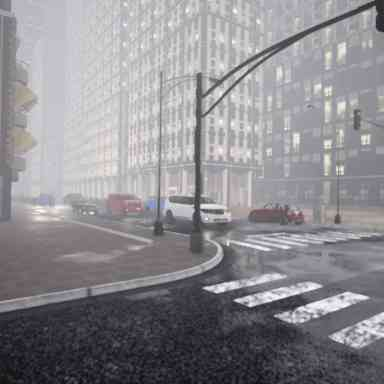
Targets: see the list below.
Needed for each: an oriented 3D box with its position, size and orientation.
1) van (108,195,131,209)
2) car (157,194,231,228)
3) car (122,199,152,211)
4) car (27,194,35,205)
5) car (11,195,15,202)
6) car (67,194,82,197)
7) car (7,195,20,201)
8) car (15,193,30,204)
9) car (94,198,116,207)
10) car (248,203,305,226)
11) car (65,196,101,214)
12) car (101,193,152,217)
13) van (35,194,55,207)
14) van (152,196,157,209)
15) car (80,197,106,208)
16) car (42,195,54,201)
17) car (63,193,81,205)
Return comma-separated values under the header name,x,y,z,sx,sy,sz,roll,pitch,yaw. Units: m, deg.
name,x,y,z,sx,sy,sz,roll,pitch,yaw
van,-10.341,1.362,47.085,1.690,1.788,3.998,1,-1,-35
car,0.164,1.165,22.174,2.150,2.045,5.566,1,-1,-35
car,-7.086,1.578,42.468,2.008,1.369,4.403,1,-1,-35
car,-23.706,1.429,51.477,1.802,1.307,4.206,1,-1,-35
car,-36.739,1.393,69.934,1.947,1.339,4.313,1,-1,-35
car,-13.829,1.404,42.023,2.128,1.511,4.902,1,-1,-35
car,-39.997,1.374,74.548,2.008,1.369,4.403,1,-1,-35
car,-30.219,1.152,60.708,2.192,1.841,5.009,1,-1,-35
car,-13.604,1.580,51.696,1.947,1.339,4.313,1,-1,-35
car,5.949,1.498,24.013,1.967,1.590,4.097,1,-1,-35
car,-10.673,1.423,33.021,2.008,1.369,4.403,1,-1,-35
car,-6.277,1.152,31.297,2.150,2.045,5.566,1,-1,-35
van,-20.444,1.194,46.865,1.690,1.788,3.998,1,-1,-35
van,-3.825,1.376,37.856,1.690,1.788,3.998,1,-1,-35
car,-14.464,1.457,48.345,2.128,1.511,4.902,1,-1,-35
car,-36.412,1.564,83.994,1.802,1.307,4.206,1,-1,-35
car,-20.234,1.176,56.434,2.150,2.045,5.566,1,-1,-35
